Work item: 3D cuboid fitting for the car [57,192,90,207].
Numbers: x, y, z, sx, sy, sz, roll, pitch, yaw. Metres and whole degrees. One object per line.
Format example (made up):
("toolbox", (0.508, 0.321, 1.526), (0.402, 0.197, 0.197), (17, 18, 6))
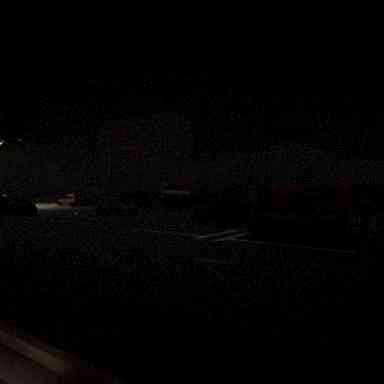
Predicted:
("car", (-15.230, 1.088, 41.847), (3.806, 1.475, 1.970), (1, 0, 36))

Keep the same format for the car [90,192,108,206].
("car", (-13.537, 1.057, 44.195), (3.905, 1.438, 1.784), (1, 0, 36))

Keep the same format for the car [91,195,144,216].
("car", (-6.350, 1.216, 28.339), (3.806, 1.475, 1.970), (1, 0, 36))

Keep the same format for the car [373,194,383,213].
("car", (17.683, 1.131, 31.876), (3.866, 1.878, 1.905), (1, 0, 36))

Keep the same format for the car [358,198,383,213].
("car", (19.383, 1.372, 34.219), (3.806, 1.475, 1.970), (1, 0, 36))

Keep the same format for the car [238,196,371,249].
("car", (4.506, 1.122, 13.616), (4.605, 1.855, 1.932), (1, 0, 36))

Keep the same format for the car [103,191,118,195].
("car", (-12.007, 0.847, 46.401), (4.605, 1.855, 1.932), (1, 0, 36))

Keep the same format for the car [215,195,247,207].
("car", (5.201, 1.190, 44.414), (3.905, 1.438, 1.784), (1, 0, 36))

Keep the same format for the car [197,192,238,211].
("car", (3.457, 0.978, 42.100), (4.605, 1.855, 1.932), (1, 0, 36))

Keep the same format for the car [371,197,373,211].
("car", (6.242, 1.126, 15.932), (3.866, 1.878, 1.905), (1, 0, 36))
